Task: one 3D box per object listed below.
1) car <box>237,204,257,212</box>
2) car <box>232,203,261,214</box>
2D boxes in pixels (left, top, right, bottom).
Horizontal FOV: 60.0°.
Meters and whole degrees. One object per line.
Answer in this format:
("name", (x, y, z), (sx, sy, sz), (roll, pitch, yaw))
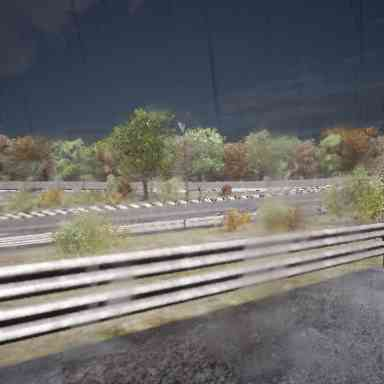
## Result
("car", (10.443, 2.733, 52.660), (5.357, 1.411, 2.033), (-4, 2, -20))
("car", (9.162, 2.695, 55.915), (4.181, 1.385, 1.994), (-4, 2, -20))
